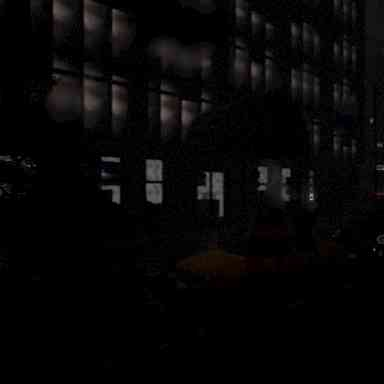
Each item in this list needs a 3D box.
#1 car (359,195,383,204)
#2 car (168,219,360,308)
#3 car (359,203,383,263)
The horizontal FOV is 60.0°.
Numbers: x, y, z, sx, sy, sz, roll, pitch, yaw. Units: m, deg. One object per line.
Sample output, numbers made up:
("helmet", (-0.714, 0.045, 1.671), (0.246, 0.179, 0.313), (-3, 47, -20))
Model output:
("car", (19.568, 0.974, 34.719), (1.887, 1.381, 4.507), (1, 0, -36))
("car", (1.759, 1.479, 7.805), (4.829, 1.417, 1.752), (-1, 1, -35))
("car", (6.424, 1.348, 11.131), (4.097, 1.590, 1.967), (-1, 1, -35))
